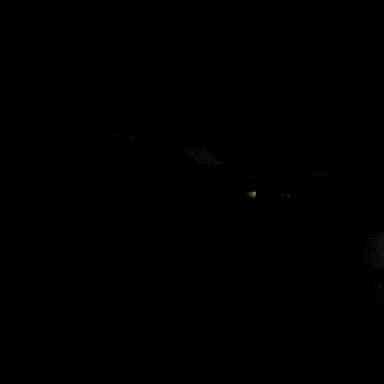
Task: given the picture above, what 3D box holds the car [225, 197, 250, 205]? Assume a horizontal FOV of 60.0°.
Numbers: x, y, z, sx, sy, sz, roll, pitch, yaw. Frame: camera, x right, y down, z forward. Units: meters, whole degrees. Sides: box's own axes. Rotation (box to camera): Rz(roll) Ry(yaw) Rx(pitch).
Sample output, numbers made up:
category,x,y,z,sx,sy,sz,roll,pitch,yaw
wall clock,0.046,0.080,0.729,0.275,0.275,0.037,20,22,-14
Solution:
category,x,y,z,sx,sy,sz,roll,pitch,yaw
car,6.055,1.590,40.448,2.150,2.045,5.566,3,-2,-37
